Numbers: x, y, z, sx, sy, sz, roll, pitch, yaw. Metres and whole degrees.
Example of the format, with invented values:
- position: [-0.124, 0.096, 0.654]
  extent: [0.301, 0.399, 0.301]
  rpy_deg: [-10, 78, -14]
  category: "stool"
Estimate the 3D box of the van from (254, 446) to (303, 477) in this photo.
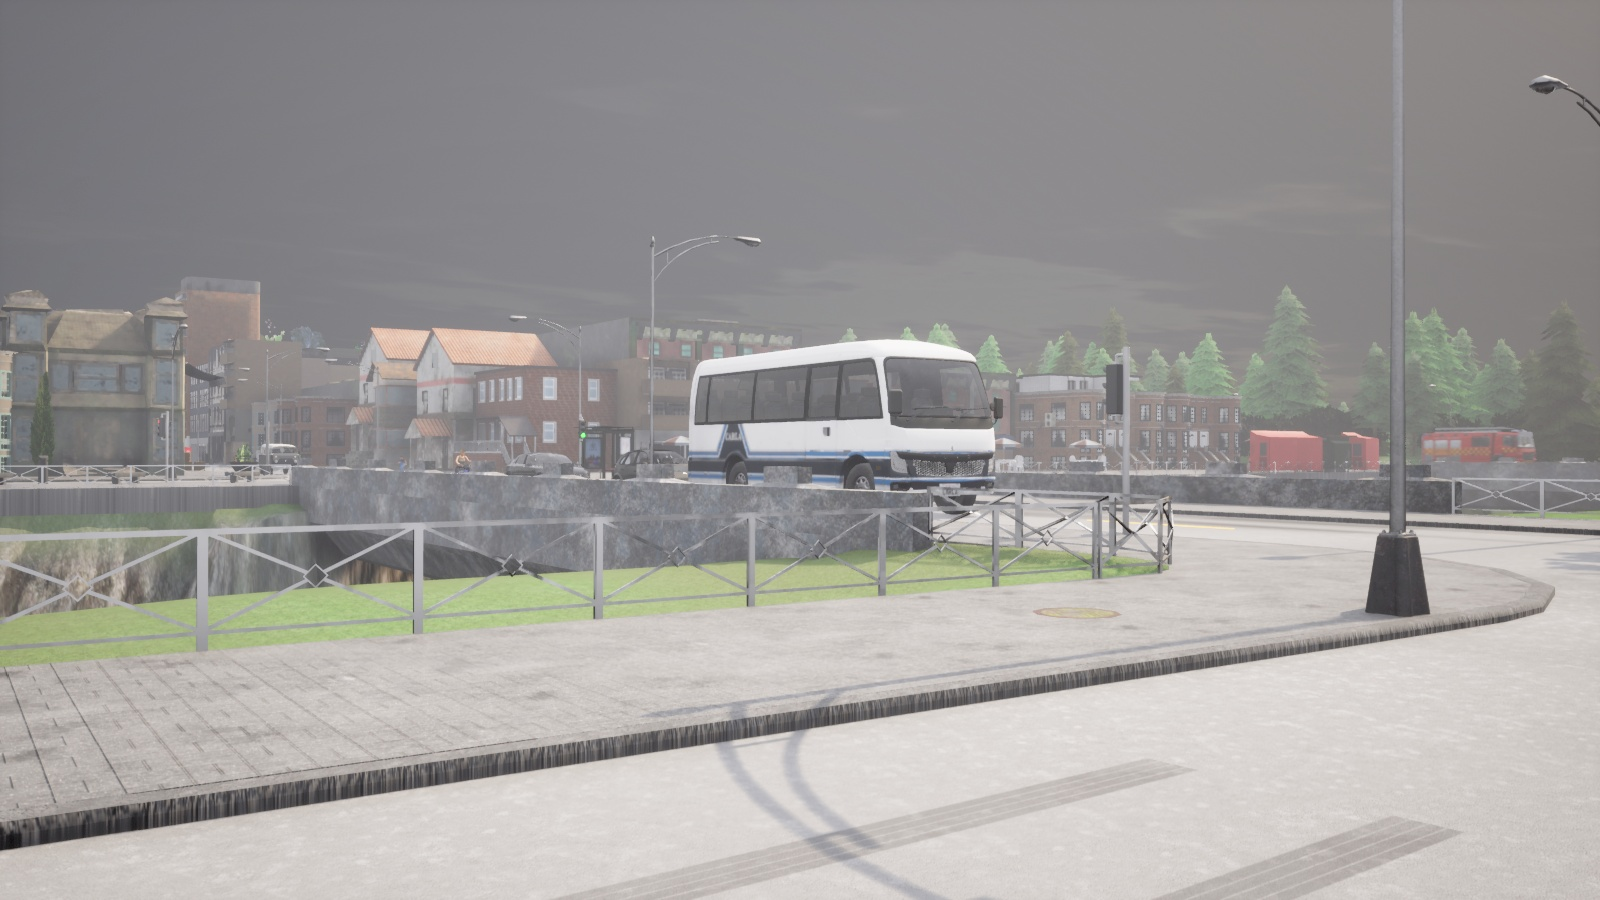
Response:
- position: [-34.689, 0.746, 83.502]
  extent: [2.069, 2.038, 4.480]
  rpy_deg: [0, 0, -35]
  category: "van"

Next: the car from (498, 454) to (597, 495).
- position: [-9.613, 0.886, 47.507]
  extent: [1.837, 1.490, 4.892]
  rpy_deg: [0, 0, -36]
  category: "car"

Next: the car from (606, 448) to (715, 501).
- position: [-4.535, 0.751, 40.350]
  extent: [1.851, 1.617, 3.988]
  rpy_deg: [0, 0, -33]
  category: "car"

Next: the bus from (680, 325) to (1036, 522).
- position: [1.029, -0.554, 32.420]
  extent: [3.944, 4.253, 10.273]
  rpy_deg: [0, 0, -33]
  category: "bus"
